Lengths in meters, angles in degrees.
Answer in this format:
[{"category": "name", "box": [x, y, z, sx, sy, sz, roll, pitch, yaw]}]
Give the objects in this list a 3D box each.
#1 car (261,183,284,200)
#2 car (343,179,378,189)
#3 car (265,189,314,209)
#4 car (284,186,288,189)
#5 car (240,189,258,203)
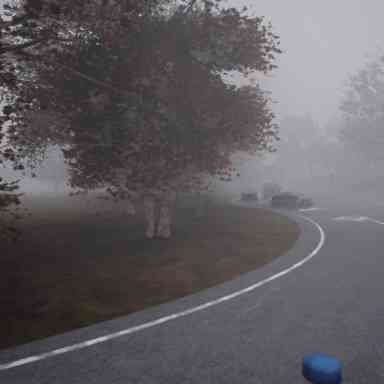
[{"category": "car", "box": [10.036, -0.129, 42.129, 2.150, 2.045, 5.566, -3, 2, 13]}, {"category": "car", "box": [28.241, -1.340, 56.502, 4.553, 1.767, 2.097, -2, 2, 1]}, {"category": "car", "box": [8.773, 0.680, 29.575, 1.994, 1.385, 4.181, -3, 2, -22]}, {"category": "car", "box": [13.569, -0.443, 54.148, 5.008, 1.535, 1.882, -5, 2, -39]}, {"category": "car", "box": [6.773, 0.353, 39.804, 1.882, 1.535, 5.008, -2, 2, 7]}]
